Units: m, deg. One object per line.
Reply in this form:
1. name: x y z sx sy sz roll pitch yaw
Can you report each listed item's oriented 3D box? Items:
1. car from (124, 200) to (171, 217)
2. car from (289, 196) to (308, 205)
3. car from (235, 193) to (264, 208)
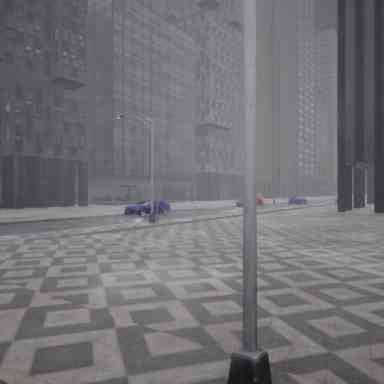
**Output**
1. car: -4.062 1.443 30.871 1.882 1.535 5.008 0 0 36
2. car: 17.618 1.401 55.102 1.882 1.535 5.008 0 0 36
3. car: 8.328 1.162 47.698 2.150 2.045 5.566 0 0 37
